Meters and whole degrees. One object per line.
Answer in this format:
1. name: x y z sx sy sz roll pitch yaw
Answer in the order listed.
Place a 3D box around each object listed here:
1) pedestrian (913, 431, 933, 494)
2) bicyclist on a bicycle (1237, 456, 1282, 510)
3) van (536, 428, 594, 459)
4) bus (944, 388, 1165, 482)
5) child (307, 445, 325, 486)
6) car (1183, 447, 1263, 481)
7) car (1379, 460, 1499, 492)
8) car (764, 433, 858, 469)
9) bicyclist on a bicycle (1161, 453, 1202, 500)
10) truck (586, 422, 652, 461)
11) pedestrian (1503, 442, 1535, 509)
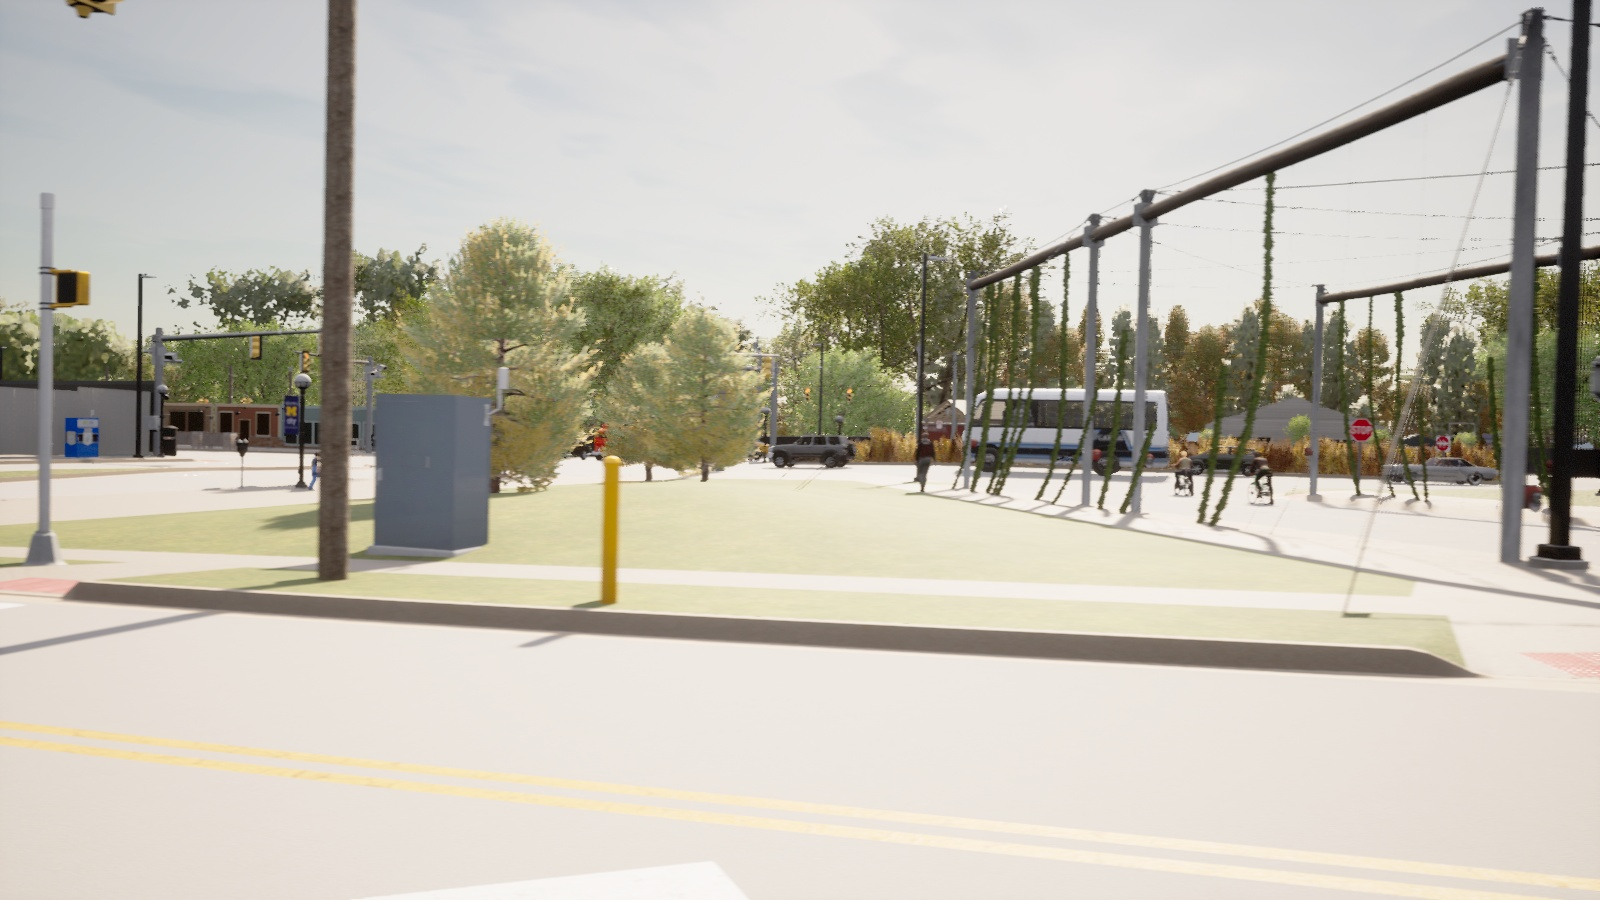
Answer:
1. pedestrian: 3.689 0.358 37.621 0.376 1.854 0.720 2 2 -6
2. bicyclist on a bicycle: 14.175 0.997 38.804 0.582 1.620 1.656 2 0 -6
3. van: -16.263 -0.443 87.053 2.069 2.038 4.480 1 -1 18
4. bus: 12.746 -0.844 62.793 10.273 4.253 3.944 2 2 19
5. child: -15.080 0.481 39.110 0.270 1.263 0.437 2 2 19
6. car: 21.430 0.704 63.709 3.705 1.549 1.789 2 1 18
7. car: 30.363 1.225 59.798 4.718 1.301 1.895 2 1 8
8. car: 0.597 0.035 66.922 4.605 1.855 1.932 1 1 19
9. bicyclist on a bicycle: 13.698 0.938 45.113 0.866 1.612 1.509 2 0 -4
10. truck: -12.413 -0.561 86.698 2.627 2.467 5.204 2 -1 15
11. pedestrian: 21.380 0.753 37.351 0.396 1.930 0.692 2 2 -6
